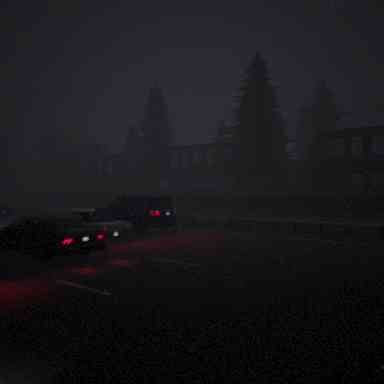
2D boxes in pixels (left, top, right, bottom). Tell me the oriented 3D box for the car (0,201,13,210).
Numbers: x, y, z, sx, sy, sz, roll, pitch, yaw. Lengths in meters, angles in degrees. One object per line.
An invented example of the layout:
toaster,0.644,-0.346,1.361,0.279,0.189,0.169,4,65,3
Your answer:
car,-17.820,1.485,29.568,5.008,1.535,1.882,0,0,36

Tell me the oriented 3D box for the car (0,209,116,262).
car,-5.427,1.550,12.090,5.357,1.411,2.033,0,0,36

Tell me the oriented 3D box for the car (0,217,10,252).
car,-7.194,1.480,9.050,5.008,1.535,1.882,0,0,36

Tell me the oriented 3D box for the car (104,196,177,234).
car,-3.457,1.227,19.310,5.566,2.045,2.150,0,0,36

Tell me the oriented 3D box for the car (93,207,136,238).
car,-5.221,1.604,16.267,4.718,1.301,1.895,0,0,36
